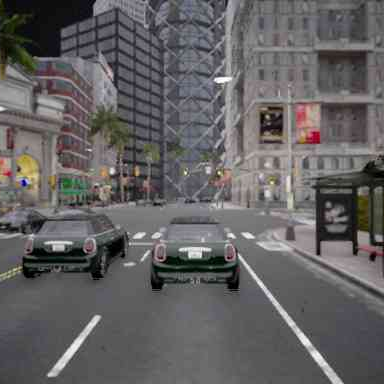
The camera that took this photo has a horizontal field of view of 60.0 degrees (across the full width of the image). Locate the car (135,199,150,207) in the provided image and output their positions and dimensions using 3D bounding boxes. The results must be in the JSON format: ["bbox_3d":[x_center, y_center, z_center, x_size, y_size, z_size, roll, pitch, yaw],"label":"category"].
[{"bbox_3d":[-10.488,2.304,68.699,1.837,1.490,4.892,0,-1,0],"label":"car"}]

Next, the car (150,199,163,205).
[{"bbox_3d":[-9.552,2.573,89.555,2.128,1.511,4.902,0,-1,10],"label":"car"}]

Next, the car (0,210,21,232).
[{"bbox_3d":[-10.597,1.806,20.704,1.994,1.385,4.181,0,-1,0],"label":"car"}]

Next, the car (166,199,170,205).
[{"bbox_3d":[-6.979,2.417,78.383,1.837,1.490,4.892,0,-1,0],"label":"car"}]

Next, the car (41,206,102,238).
[{"bbox_3d":[-7.098,1.714,20.166,1.882,1.535,5.008,0,-1,0],"label":"car"}]

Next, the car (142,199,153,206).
[{"bbox_3d":[-10.483,2.423,78.942,1.837,1.490,4.892,0,-1,0],"label":"car"}]

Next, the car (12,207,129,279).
[{"bbox_3d":[-3.418,1.477,10.656,2.097,1.767,4.553,0,-1,0],"label":"car"}]

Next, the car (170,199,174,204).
[{"bbox_3d":[-6.219,2.587,88.382,1.994,1.385,4.181,0,-1,10],"label":"car"}]

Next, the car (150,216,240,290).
[{"bbox_3d":[0.080,1.465,9.617,2.097,1.767,4.553,0,-1,0],"label":"car"}]

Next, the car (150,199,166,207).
[{"bbox_3d":[-6.988,2.401,68.681,1.895,1.301,4.718,0,-1,0],"label":"car"}]
